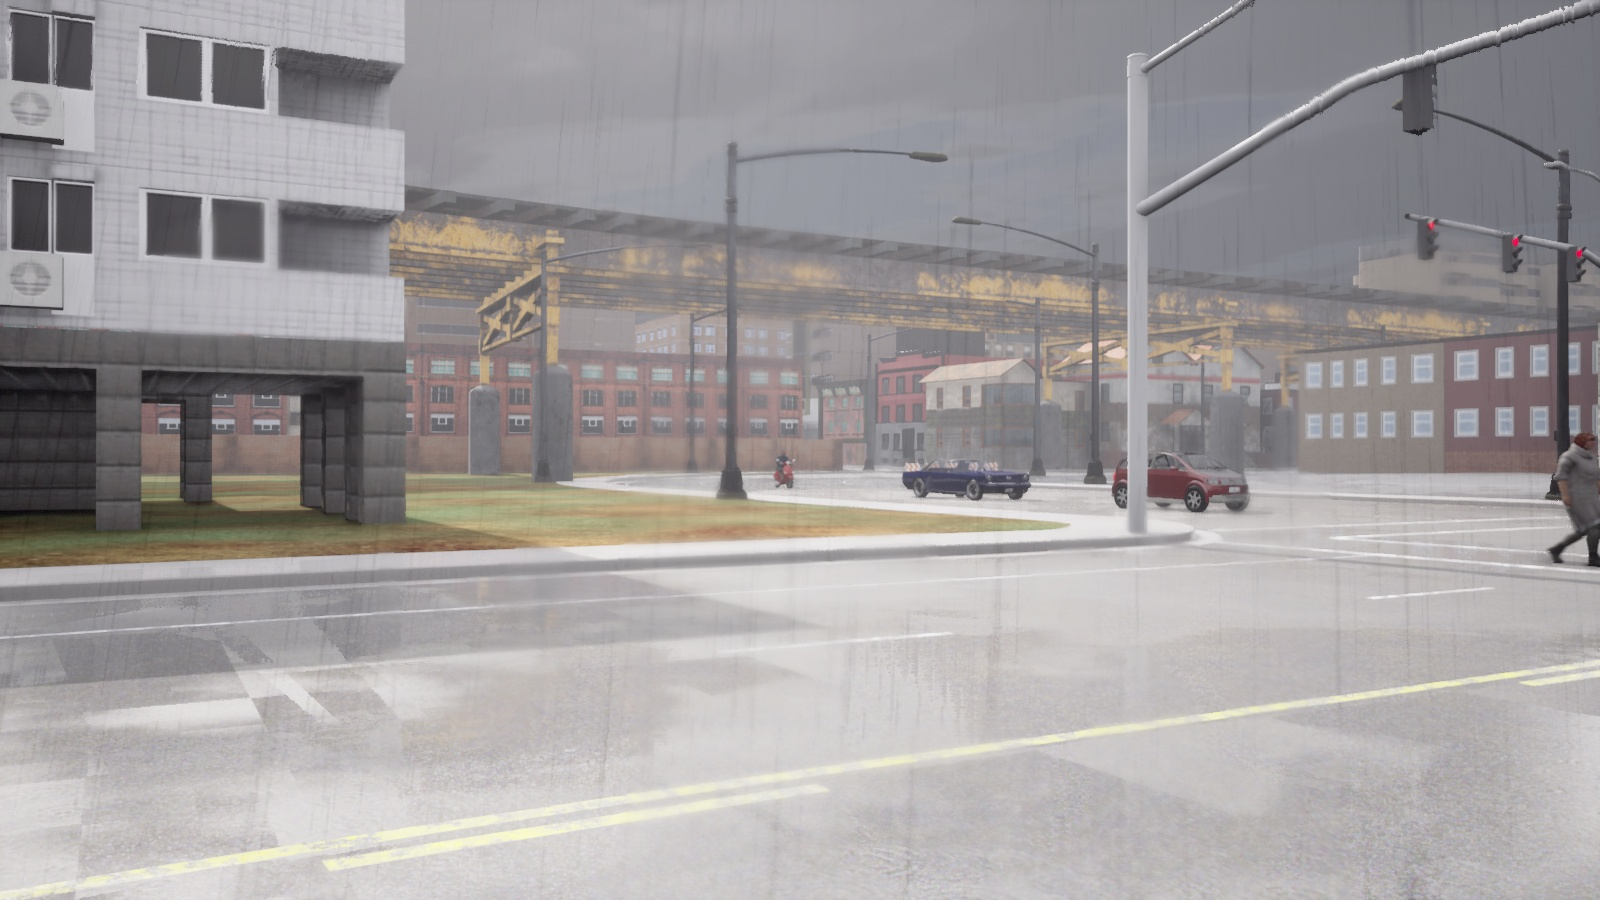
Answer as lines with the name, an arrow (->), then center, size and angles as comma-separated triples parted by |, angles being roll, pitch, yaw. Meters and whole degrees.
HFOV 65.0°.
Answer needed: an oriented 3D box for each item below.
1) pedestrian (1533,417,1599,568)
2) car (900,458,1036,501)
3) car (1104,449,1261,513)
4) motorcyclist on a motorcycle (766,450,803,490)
pedestrian -> 10.398, 0.549, 16.747 | 0.659, 1.952, 0.873 | 0, 0, -33
car -> 5.363, 0.920, 40.816 | 1.895, 1.301, 4.718 | 0, 0, -30
car -> 9.943, 0.769, 32.866 | 1.789, 1.549, 3.705 | 0, 0, -29
motorcyclist on a motorcycle -> -0.660, 0.813, 51.809 | 0.866, 1.590, 1.817 | 1, 0, -23
